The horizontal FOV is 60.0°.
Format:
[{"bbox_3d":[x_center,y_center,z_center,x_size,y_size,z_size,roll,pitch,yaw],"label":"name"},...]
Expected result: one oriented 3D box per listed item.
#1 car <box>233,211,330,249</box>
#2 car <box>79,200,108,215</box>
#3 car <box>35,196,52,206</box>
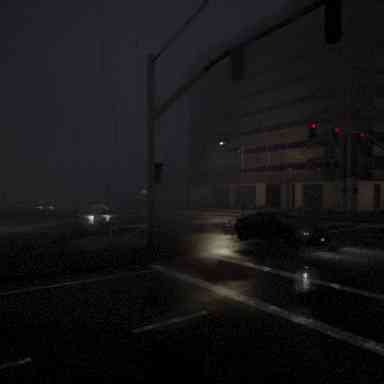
[{"bbox_3d":[3.830,1.611,15.057,1.812,1.442,4.674,0,0,-35],"label":"car"},{"bbox_3d":[-10.425,1.599,35.107,1.812,1.442,4.674,0,0,-35],"label":"car"},{"bbox_3d":[-24.533,1.487,54.949,1.882,1.535,5.008,0,0,-35],"label":"car"}]
